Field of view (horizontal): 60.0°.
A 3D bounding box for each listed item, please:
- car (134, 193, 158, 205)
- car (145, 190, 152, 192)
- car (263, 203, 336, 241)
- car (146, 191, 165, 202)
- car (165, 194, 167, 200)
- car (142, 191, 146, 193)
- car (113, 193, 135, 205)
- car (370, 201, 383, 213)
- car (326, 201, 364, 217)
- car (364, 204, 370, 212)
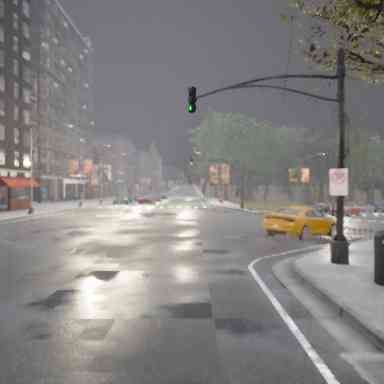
[{"bbox_3d":[-6.513,1.136,47.606,1.895,1.301,4.718,0,0,1],"label":"car"},{"bbox_3d":[-9.729,0.669,73.534,2.150,2.045,5.566,0,0,0],"label":"car"},{"bbox_3d":[5.582,1.491,16.870,5.008,1.535,1.882,3,0,-44],"label":"car"},{"bbox_3d":[-6.499,0.987,59.304,1.837,1.490,4.892,0,1,0],"label":"car"},{"bbox_3d":[-6.480,1.041,72.991,1.895,1.301,4.718,0,0,0],"label":"car"},{"bbox_3d":[-9.745,1.034,58.949,2.033,1.411,5.357,0,0,0],"label":"car"},{"bbox_3d":[-9.769,0.889,47.258,2.097,1.767,4.553,0,0,1],"label":"car"},{"bbox_3d":[28.235,2.433,48.765,4.181,1.385,1.994,2,-1,-45],"label":"car"},{"bbox_3d":[17.459,1.850,38.006,4.553,1.767,2.097,2,-1,-45],"label":"car"},{"bbox_3d":[26.742,2.469,51.858,4.718,1.301,1.895,2,-1,-45],"label":"car"}]
